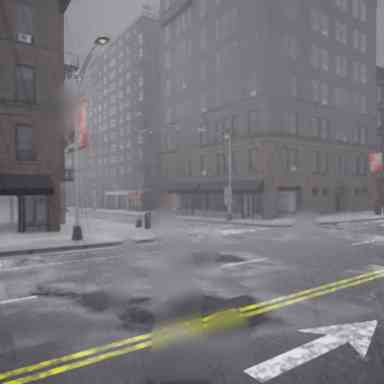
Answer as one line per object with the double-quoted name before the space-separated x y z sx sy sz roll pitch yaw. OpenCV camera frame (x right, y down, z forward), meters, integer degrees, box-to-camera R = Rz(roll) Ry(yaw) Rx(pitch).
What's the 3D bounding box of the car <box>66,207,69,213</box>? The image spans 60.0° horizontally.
"car" -22.089 2.767 55.573 2.033 1.411 5.357 -1 -1 -35
